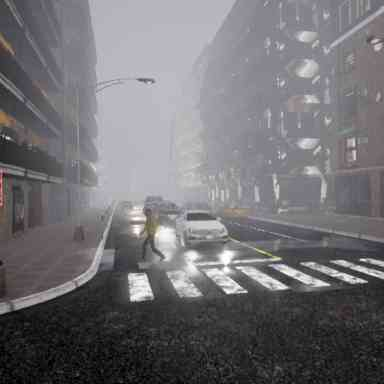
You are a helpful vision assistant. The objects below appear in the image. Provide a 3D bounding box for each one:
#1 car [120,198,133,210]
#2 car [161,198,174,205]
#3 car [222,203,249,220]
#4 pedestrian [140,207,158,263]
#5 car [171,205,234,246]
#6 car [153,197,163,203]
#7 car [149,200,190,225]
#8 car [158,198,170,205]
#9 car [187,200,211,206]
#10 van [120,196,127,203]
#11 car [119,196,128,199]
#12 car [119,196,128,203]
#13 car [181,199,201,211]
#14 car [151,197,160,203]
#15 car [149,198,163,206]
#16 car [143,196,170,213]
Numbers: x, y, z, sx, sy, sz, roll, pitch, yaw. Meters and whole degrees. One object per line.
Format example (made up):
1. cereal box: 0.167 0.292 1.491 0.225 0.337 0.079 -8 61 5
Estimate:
1. car: -9.590 1.938 49.053 1.802 1.307 4.206 -1 0 -12
2. car: -5.033 1.940 67.421 2.008 1.369 4.403 -1 0 -12
3. car: 3.407 1.608 28.871 1.752 1.417 4.829 -1 0 -12
4. pedestrian: -1.388 1.373 10.781 0.375 1.860 0.375 -1 0 -12
5. car: 0.303 1.601 15.979 1.812 1.442 4.674 -1 0 -11
6. car: -8.668 1.966 84.013 1.967 1.590 4.097 -1 0 -12
7. car: -1.869 1.632 25.899 2.128 1.511 4.902 -1 0 -12
8. car: -6.244 1.985 72.952 2.008 1.369 4.403 -1 0 -12
9. car: 1.021 1.710 39.765 1.887 1.381 4.507 -1 0 -12
10. van: -18.070 2.017 87.774 1.690 1.788 3.998 -1 0 -12
11. car: -14.438 1.851 71.181 2.192 1.841 5.009 -1 0 -12
12. car: -19.282 2.045 93.302 2.192 1.841 5.009 -1 0 -12
13. car: -0.189 1.754 45.295 1.887 1.381 4.507 -1 0 -12
14. car: -9.877 2.156 89.544 1.802 1.307 4.206 -1 0 -12
15. car: -7.030 1.892 64.428 2.128 1.511 4.902 -1 0 -12
16. car: -4.113 1.438 36.180 2.150 2.045 5.566 -1 0 -12
